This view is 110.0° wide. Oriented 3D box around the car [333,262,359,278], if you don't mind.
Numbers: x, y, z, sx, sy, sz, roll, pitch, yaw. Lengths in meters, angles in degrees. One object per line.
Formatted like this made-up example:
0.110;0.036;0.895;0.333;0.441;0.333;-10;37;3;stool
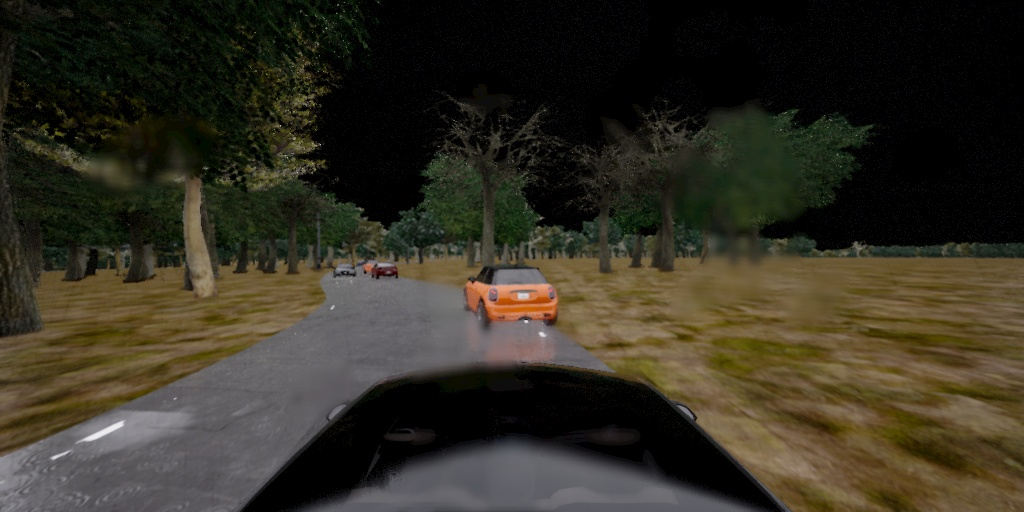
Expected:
-16.449;1.428;35.260;1.994;1.385;4.181;0;0;-26;car

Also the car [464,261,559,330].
-0.225;1.028;11.180;2.097;1.767;4.553;0;0;-14;car

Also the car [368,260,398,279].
-11.998;1.295;33.641;1.882;1.535;5.008;0;0;-28;car

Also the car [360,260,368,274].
-17.369;1.254;44.647;2.097;1.767;4.553;0;0;-24;car
